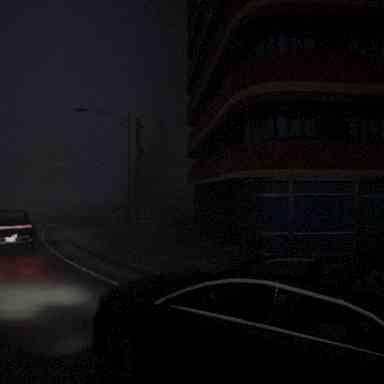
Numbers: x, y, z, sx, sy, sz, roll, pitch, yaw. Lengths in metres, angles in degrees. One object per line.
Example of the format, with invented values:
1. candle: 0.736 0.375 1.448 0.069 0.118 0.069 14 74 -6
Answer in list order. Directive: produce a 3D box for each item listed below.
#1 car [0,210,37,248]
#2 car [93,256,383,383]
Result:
1. car: -7.750 1.493 14.148 2.128 1.511 4.902 0 0 -29
2. car: 0.882 1.491 3.649 4.902 1.511 2.128 0 0 38
